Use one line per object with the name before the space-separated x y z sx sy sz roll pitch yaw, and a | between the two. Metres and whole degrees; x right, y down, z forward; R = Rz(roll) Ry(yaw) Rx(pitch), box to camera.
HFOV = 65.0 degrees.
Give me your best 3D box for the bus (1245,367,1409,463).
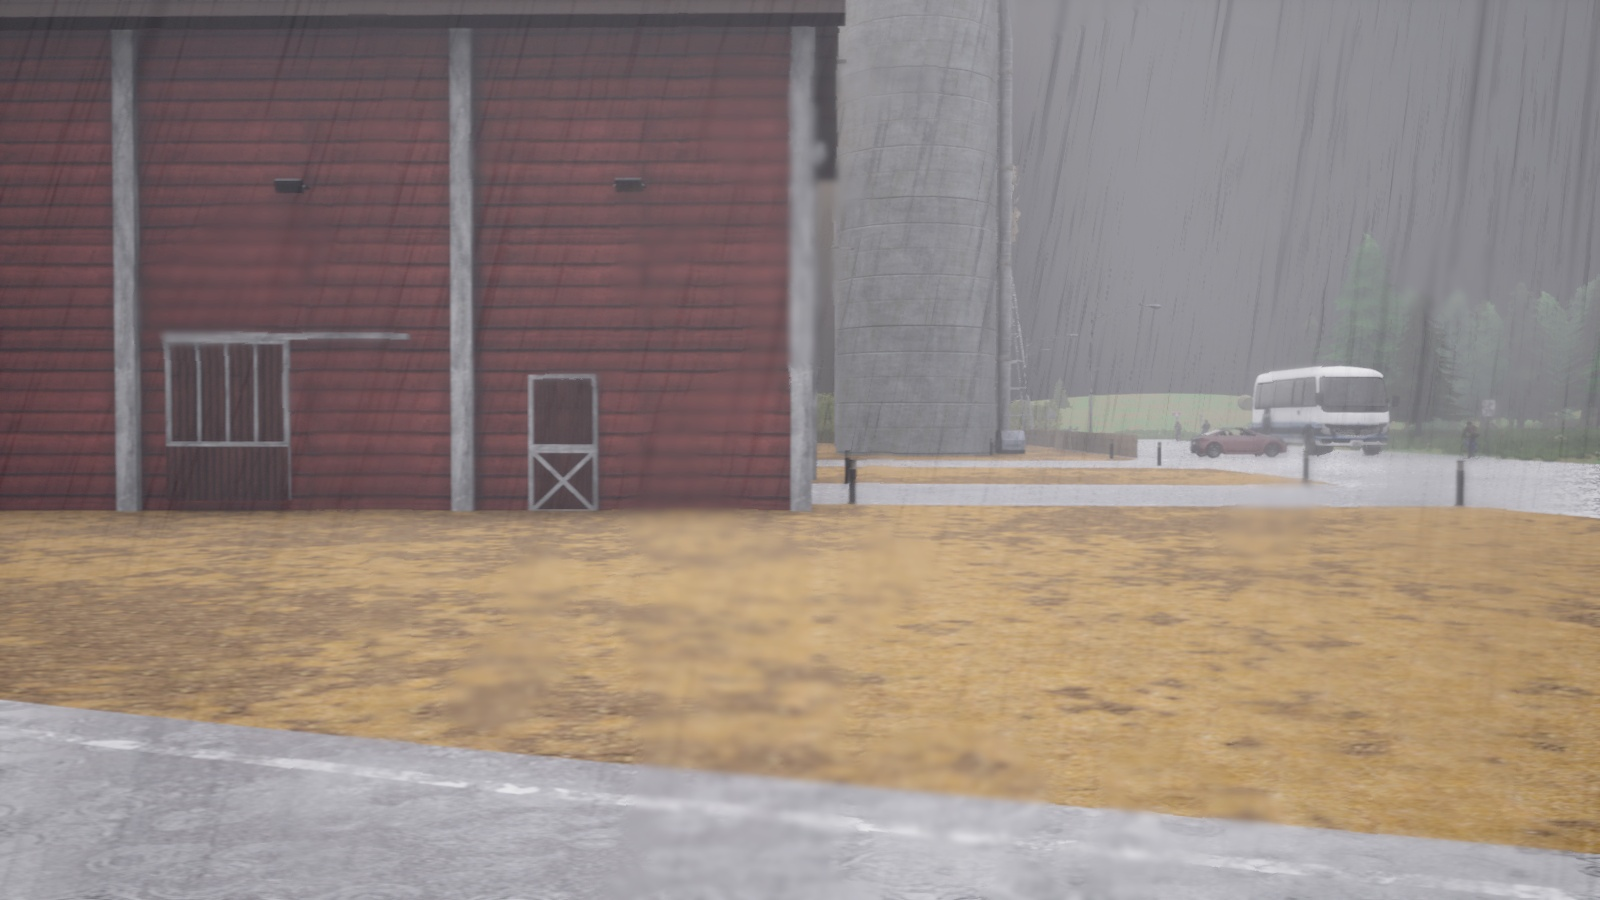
bus | 25.481 -1.699 61.538 3.944 4.253 10.273 1 1 2
